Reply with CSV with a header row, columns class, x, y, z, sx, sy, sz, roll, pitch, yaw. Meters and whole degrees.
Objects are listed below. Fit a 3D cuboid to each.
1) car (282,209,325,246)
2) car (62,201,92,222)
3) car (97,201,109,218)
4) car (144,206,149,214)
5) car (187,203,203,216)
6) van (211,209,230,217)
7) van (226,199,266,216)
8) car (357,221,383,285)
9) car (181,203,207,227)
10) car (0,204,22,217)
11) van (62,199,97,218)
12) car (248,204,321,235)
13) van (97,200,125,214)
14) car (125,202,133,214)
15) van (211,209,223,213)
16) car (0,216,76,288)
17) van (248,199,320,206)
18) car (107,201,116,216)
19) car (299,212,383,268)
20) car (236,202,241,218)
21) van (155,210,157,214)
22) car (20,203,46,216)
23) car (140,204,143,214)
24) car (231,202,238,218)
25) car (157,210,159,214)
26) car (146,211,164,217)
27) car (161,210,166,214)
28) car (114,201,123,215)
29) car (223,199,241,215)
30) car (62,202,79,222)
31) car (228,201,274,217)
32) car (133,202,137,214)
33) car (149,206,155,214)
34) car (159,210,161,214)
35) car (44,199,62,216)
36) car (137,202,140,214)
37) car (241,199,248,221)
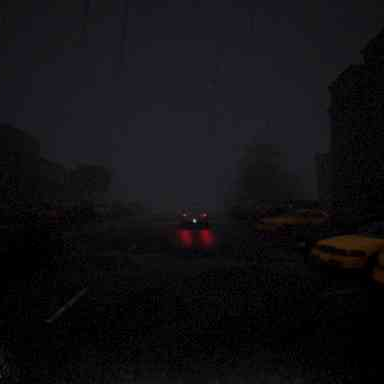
class,x,y,z,sx,sy,sz,roll,pitch,yaw
car,6.395,1.607,13.293,4.792,1.488,2.163,1,0,-20
car,-11.313,1.791,28.011,5.008,1.535,2.097,0,-1,-20
car,-11.260,1.967,33.878,4.674,1.452,2.002,0,-2,-19
car,-10.902,3.220,60.187,4.892,1.521,2.231,1,-4,-19
car,0.356,2.171,42.267,1.882,1.535,5.008,0,-2,1
van,7.609,5.691,88.951,4.442,1.987,1.878,3,-6,-19
van,6.513,1.888,40.204,4.442,1.987,1.878,1,-2,-19
car,6.578,1.528,7.386,5.366,1.575,1.946,1,-1,-20
car,0.179,1.779,25.049,1.812,1.442,4.674,0,-1,0
car,-11.374,1.590,16.275,4.892,1.521,2.231,-1,0,-20
van,-11.394,1.631,30.910,4.442,1.987,1.878,0,-1,-19
car,6.277,1.647,19.225,5.366,1.575,1.946,1,-1,-20
van,-11.277,1.964,42.637,4.442,1.987,1.878,0,-2,-19
car,-11.135,2.311,45.596,5.008,1.535,2.097,0,-3,-19
van,7.325,5.399,85.938,4.442,1.987,1.878,3,-5,-19
car,-5.087,1.586,8.693,2.033,1.411,5.357,0,0,0
van,6.362,1.471,22.244,4.442,1.987,1.878,1,-1,-19
car,-11.232,2.044,36.816,4.674,1.452,2.002,0,-2,-19
car,6.239,1.542,10.252,5.366,1.575,1.946,1,0,-20
car,6.505,1.852,28.269,4.674,1.452,2.002,1,-2,-19
van,-10.586,4.057,71.940,4.442,1.987,1.878,1,-6,-19
car,-11.359,1.633,19.213,4.892,1.521,2.231,-1,-1,-20
car,-11.012,2.798,54.358,4.892,1.521,2.231,0,-4,-19
car,6.562,1.908,31.273,4.792,1.488,2.163,1,-2,-19
car,-10.659,4.585,74.782,4.792,1.488,2.163,1,-5,-19
car,-10.279,6.104,92.320,4.553,1.767,2.185,1,-6,-19
car,-10.302,5.950,89.390,4.892,1.521,2.231,1,-6,-19
car,-11.169,2.118,39.749,4.792,1.488,2.163,0,-2,-19
car,6.544,1.699,34.242,5.566,2.045,2.435,1,-1,-19
car,-11.301,1.762,25.093,4.792,1.488,2.163,0,-1,-20
car,6.624,1.903,37.258,4.553,1.767,2.185,1,-2,-19
car,-11.095,2.454,48.519,4.892,1.521,2.231,0,-3,-19
car,-10.785,3.475,66.065,5.566,2.045,2.435,1,-6,-19
car,-10.746,4.828,77.658,5.366,1.575,1.946,1,-5,-19
car,-11.318,1.552,22.153,4.553,1.767,2.185,0,-1,-20
car,-11.221,2.610,51.372,5.366,1.575,1.946,0,-3,-19
car,6.458,1.627,25.273,4.553,1.767,2.185,1,-1,-19
